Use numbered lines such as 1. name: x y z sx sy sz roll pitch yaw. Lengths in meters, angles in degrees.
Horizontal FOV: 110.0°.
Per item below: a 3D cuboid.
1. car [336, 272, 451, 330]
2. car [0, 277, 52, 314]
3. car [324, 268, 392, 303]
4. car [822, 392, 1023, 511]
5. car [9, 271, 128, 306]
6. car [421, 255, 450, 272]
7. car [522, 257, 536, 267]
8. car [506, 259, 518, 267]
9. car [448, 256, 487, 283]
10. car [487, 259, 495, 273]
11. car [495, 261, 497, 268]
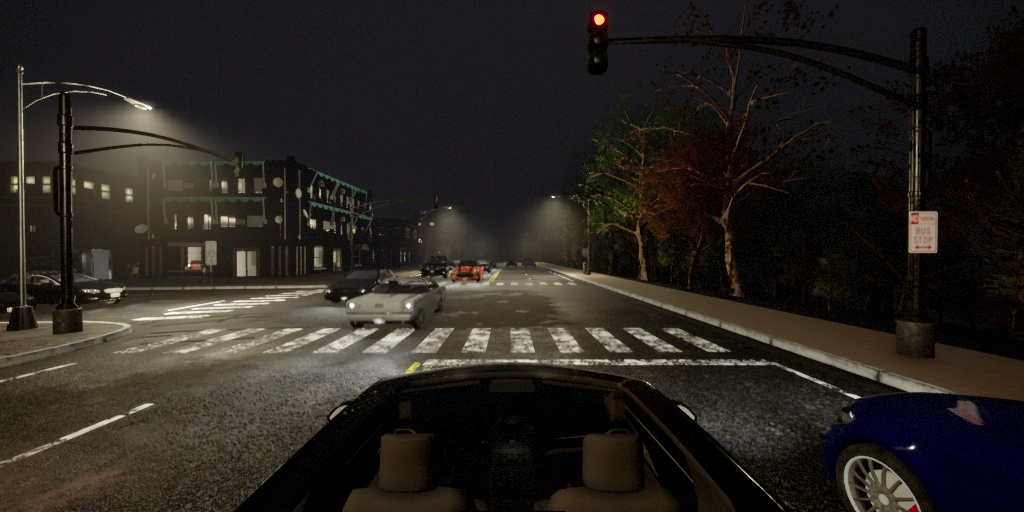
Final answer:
1. car: -3.373 1.349 11.299 1.895 1.301 4.718 0 0 0
2. car: -19.973 1.565 12.833 4.313 1.339 1.948 0 0 0
3. car: -6.636 1.294 16.847 2.033 1.411 5.357 0 0 0
4. car: 3.358 1.276 0.873 1.812 1.442 4.674 0 0 1
5. car: -19.654 1.459 15.540 4.902 1.511 2.128 -1 1 0
6. car: -6.672 0.960 32.871 2.150 2.045 5.566 0 0 0
7. car: 3.212 1.274 63.678 2.033 1.411 5.357 0 0 0
8. car: -0.052 1.251 64.955 1.812 1.442 4.674 0 0 0
9. car: -3.411 1.094 28.098 2.097 1.767 4.553 0 0 0
10. car: -3.441 1.228 42.204 2.128 1.511 4.902 0 0 0
11. car: -3.458 1.222 57.557 2.128 1.511 4.902 0 0 0
